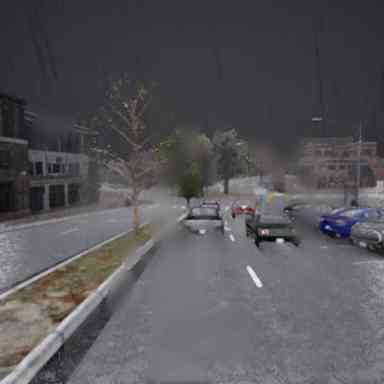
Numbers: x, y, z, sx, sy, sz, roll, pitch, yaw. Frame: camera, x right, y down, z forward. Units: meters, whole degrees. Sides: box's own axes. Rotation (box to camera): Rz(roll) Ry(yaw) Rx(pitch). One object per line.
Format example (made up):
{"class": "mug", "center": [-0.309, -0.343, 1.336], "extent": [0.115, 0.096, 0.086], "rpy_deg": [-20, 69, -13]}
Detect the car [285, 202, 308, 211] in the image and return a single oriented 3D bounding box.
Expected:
{"class": "car", "center": [8.831, 1.493, 21.613], "extent": [4.892, 1.521, 2.231], "rpy_deg": [1, 0, -15]}

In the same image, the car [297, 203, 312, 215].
{"class": "car", "center": [8.647, 1.527, 18.660], "extent": [4.674, 1.452, 2.002], "rpy_deg": [1, 0, -16]}

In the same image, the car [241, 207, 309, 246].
{"class": "car", "center": [3.522, 1.587, 15.077], "extent": [1.895, 1.301, 4.718], "rpy_deg": [0, 0, 3]}

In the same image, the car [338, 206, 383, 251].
{"class": "car", "center": [8.372, 1.354, 12.773], "extent": [4.553, 1.767, 2.185], "rpy_deg": [1, 0, -17]}

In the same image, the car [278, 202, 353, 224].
{"class": "car", "center": [9.090, 1.530, 24.568], "extent": [4.792, 1.488, 2.163], "rpy_deg": [1, 0, -15]}

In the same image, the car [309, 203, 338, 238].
{"class": "car", "center": [8.472, 1.482, 15.715], "extent": [5.008, 1.535, 2.097], "rpy_deg": [1, 0, -17]}

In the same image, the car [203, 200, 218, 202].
{"class": "car", "center": [1.827, 1.482, 32.148], "extent": [2.128, 1.511, 4.902], "rpy_deg": [0, 0, 6]}

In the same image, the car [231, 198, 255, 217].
{"class": "car", "center": [4.723, 1.361, 30.933], "extent": [2.097, 1.767, 4.553], "rpy_deg": [0, 0, 6]}

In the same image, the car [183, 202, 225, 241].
{"class": "car", "center": [0.603, 1.466, 16.482], "extent": [2.128, 1.511, 4.902], "rpy_deg": [0, 0, 3]}
